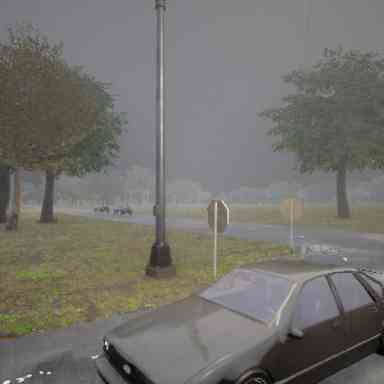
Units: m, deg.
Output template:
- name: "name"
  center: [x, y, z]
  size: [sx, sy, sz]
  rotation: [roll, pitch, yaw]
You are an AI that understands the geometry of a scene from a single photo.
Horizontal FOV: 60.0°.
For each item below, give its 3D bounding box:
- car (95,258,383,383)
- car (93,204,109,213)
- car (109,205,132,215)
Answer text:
- name: "car"
  center: [1.423, 1.798, 4.982]
  size: [5.357, 1.411, 2.033]
  rotation: [1, -1, -35]
- name: "car"
  center: [-16.656, 3.072, 61.218]
  size: [1.837, 1.490, 4.892]
  rotation: [2, -2, -34]
- name: "car"
  center: [-11.121, 2.903, 52.939]
  size: [1.837, 1.490, 4.892]
  rotation: [2, -2, -33]
